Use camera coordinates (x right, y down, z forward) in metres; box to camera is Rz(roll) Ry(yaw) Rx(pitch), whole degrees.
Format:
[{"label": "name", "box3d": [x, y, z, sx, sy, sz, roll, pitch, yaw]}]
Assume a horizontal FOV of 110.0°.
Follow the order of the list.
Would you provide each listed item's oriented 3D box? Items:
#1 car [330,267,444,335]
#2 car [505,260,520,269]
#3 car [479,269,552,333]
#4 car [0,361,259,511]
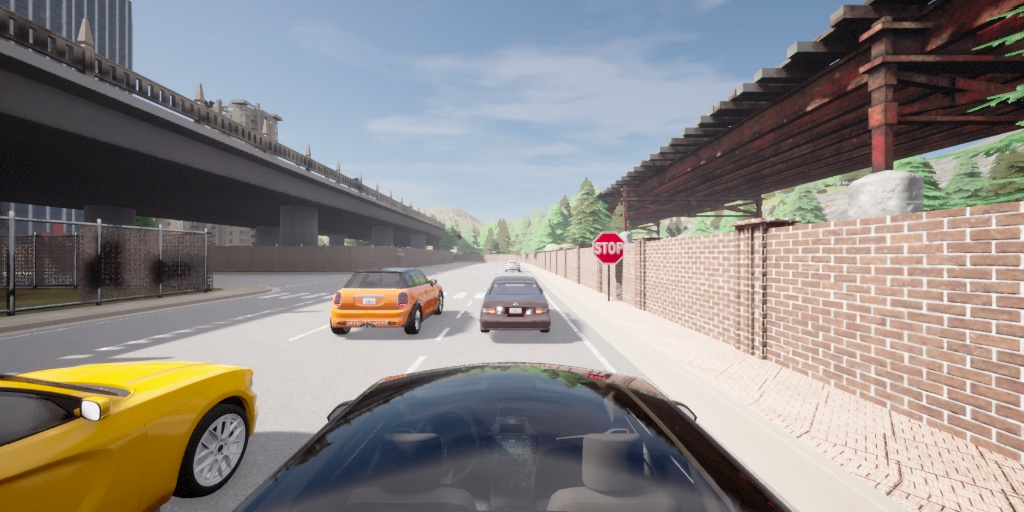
[{"label": "car", "box3d": [-3.421, 1.102, 10.711, 2.097, 1.767, 4.553, 0, 0, 0]}, {"label": "car", "box3d": [0.098, 1.276, 45.506, 1.812, 1.442, 4.674, 0, 0, -1]}, {"label": "car", "box3d": [0.081, 1.297, 10.732, 2.033, 1.411, 5.357, 0, 0, 0]}, {"label": "car", "box3d": [-3.399, 1.228, 1.454, 1.882, 1.535, 5.008, 0, 0, 0]}]
